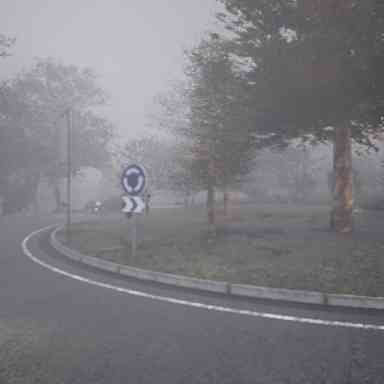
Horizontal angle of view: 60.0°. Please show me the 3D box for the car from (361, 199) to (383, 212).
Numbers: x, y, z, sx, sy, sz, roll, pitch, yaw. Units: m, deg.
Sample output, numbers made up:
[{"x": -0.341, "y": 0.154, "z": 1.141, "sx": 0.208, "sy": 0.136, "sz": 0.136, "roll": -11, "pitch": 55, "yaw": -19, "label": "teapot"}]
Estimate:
[{"x": 18.326, "y": 1.176, "z": 30.072, "sx": 2.033, "sy": 1.411, "sz": 5.357, "roll": 0, "pitch": 2, "yaw": -41, "label": "car"}]

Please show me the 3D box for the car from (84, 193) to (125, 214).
[{"x": -7.008, "y": 0.913, "z": 28.917, "sx": 2.097, "sy": 1.767, "sz": 4.553, "roll": 1, "pitch": 1, "yaw": 40, "label": "car"}]
